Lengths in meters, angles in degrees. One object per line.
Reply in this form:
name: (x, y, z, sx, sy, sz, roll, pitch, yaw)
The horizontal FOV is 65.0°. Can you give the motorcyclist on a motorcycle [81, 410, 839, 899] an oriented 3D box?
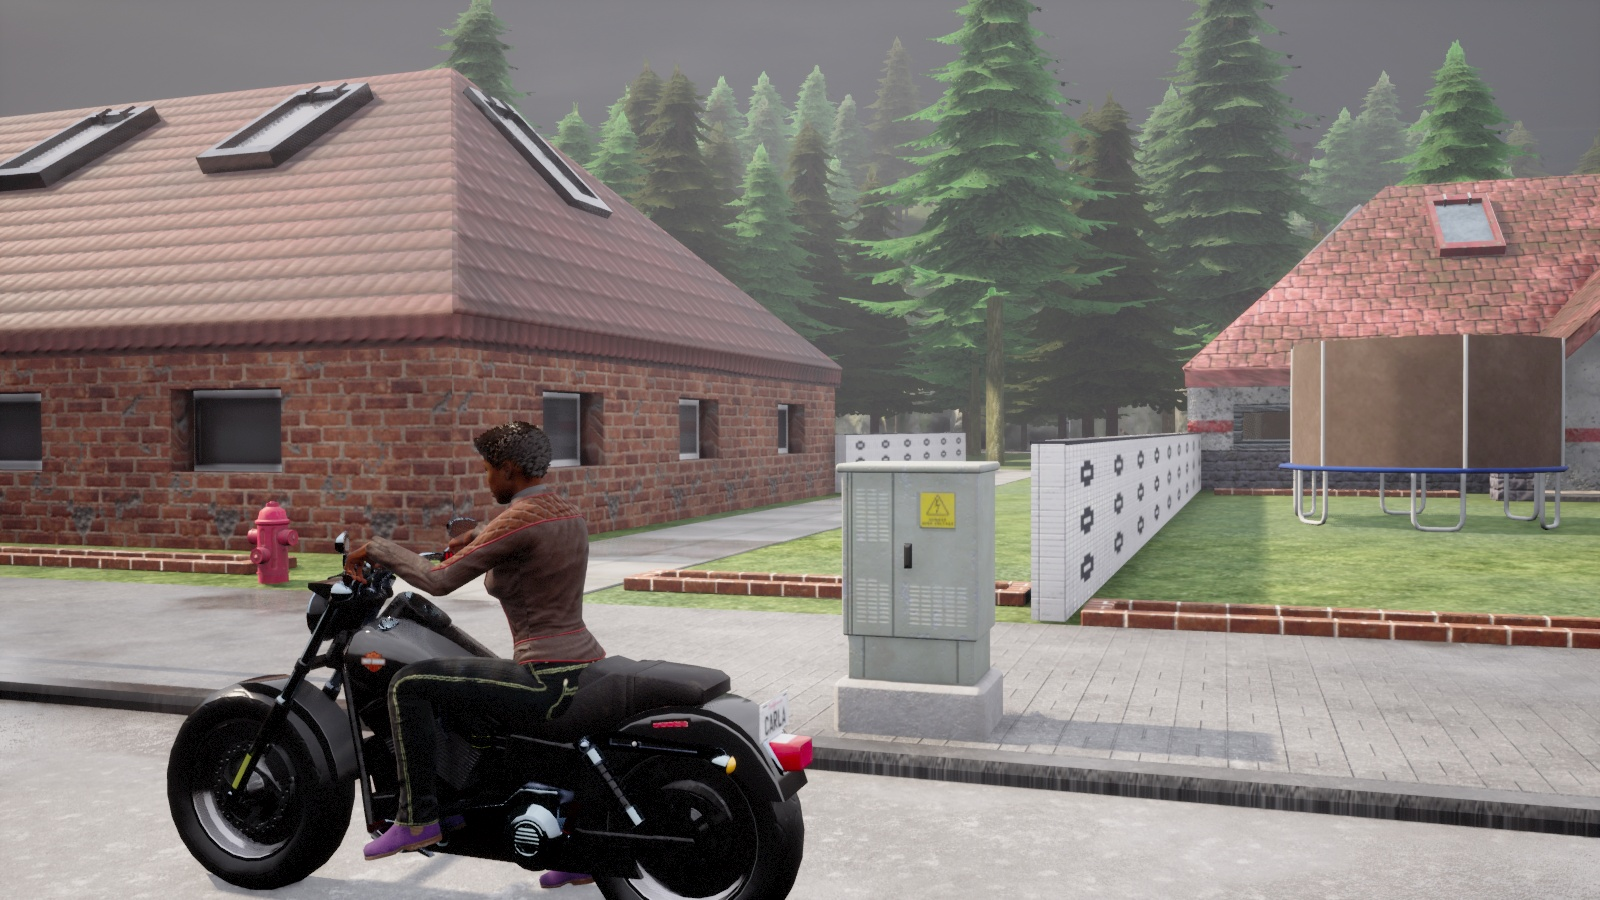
motorcyclist on a motorcycle: (-1.109, 0.707, 4.093, 2.350, 1.649, 0.766, 0, 1, 19)
